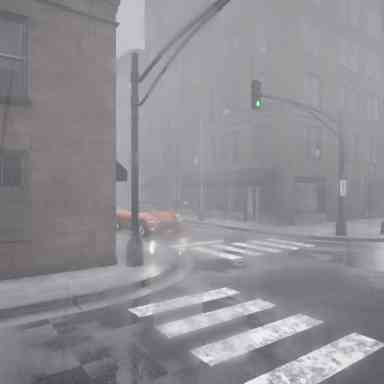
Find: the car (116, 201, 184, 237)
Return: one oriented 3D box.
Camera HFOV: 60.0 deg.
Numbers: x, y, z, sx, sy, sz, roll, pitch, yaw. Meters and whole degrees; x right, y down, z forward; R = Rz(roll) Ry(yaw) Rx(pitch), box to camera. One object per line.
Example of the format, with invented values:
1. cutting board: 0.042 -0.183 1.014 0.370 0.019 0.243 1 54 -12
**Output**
1. car: -2.362 1.263 17.521 2.097 1.767 4.553 0 0 -35
